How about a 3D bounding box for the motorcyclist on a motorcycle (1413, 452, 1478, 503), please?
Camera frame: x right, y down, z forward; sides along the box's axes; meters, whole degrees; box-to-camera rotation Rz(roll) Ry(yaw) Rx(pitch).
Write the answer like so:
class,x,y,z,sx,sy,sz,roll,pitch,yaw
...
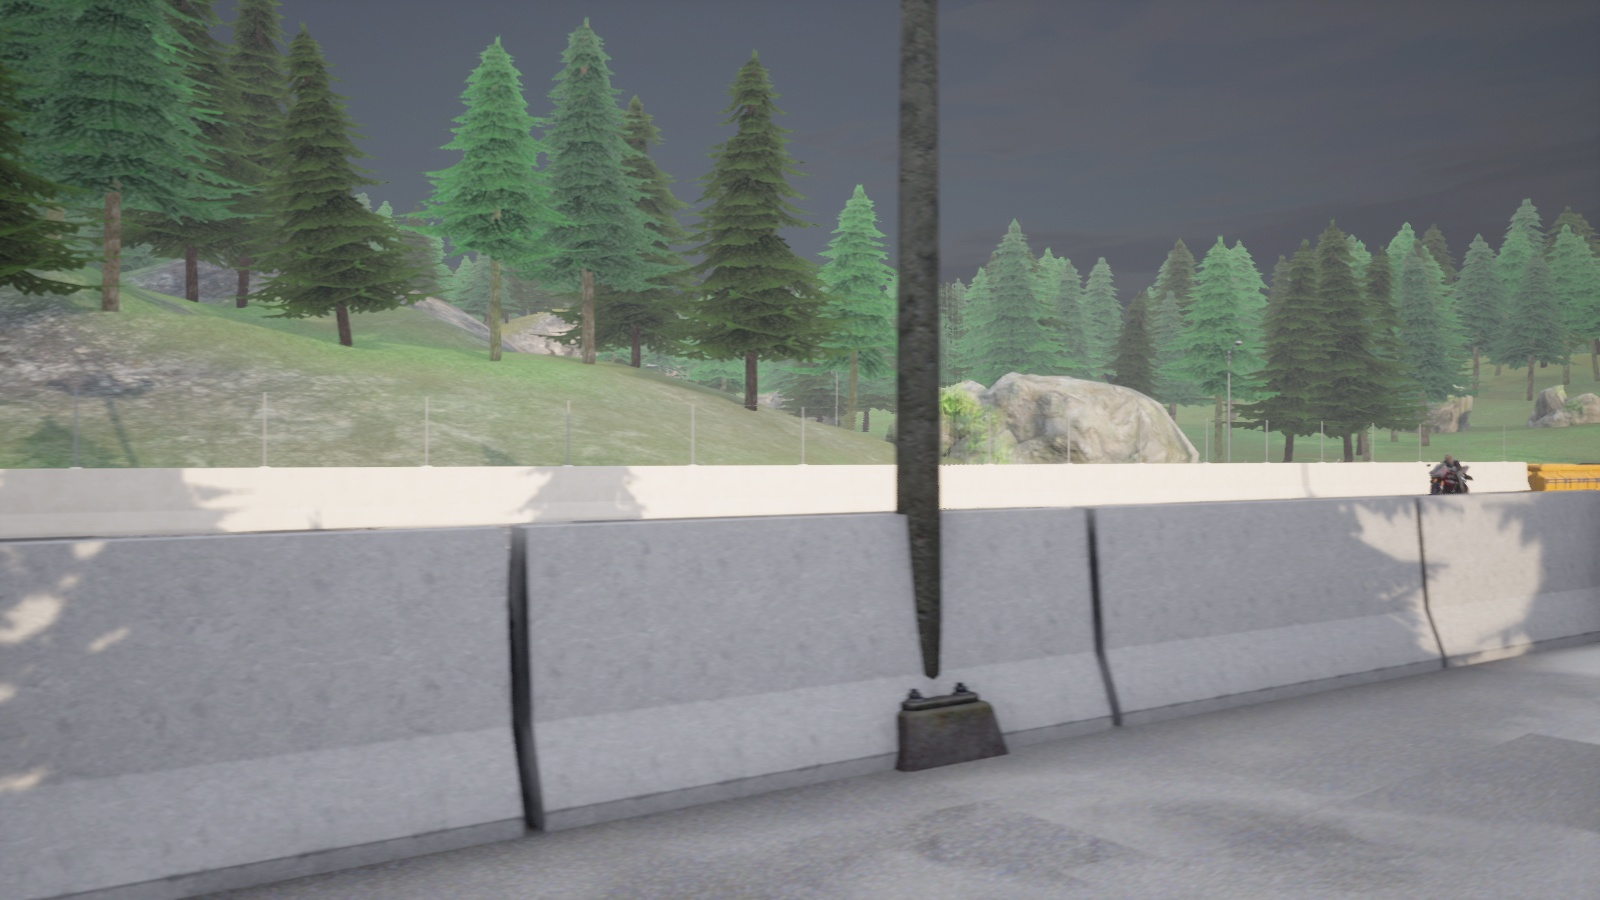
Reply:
class,x,y,z,sx,sy,sz,roll,pitch,yaw
motorcyclist on a motorcycle,20.022,0.833,38.916,2.191,1.530,0.866,0,0,-35
